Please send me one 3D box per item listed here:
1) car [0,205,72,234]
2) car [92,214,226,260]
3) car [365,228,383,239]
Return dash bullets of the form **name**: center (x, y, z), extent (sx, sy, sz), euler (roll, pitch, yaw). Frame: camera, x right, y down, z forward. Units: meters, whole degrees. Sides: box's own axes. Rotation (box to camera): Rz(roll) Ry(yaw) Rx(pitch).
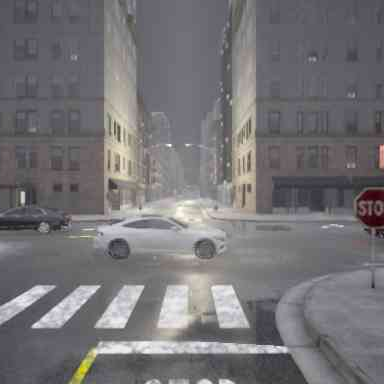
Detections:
- **car**: center (-9.236, 1.520, 18.527), extent (4.892, 1.490, 1.837), euler (0, 0, 0)
- **car**: center (-1.127, 1.534, 11.836), extent (4.674, 1.442, 1.812), euler (0, 0, 0)
- **car**: center (10.578, 1.468, 15.102), extent (5.008, 1.535, 1.882), euler (0, 0, 0)
